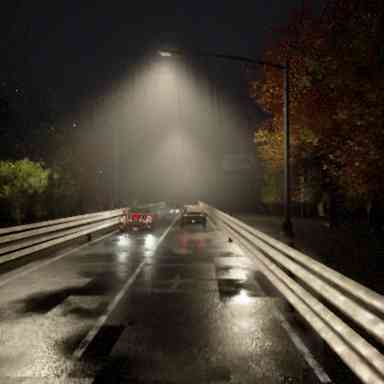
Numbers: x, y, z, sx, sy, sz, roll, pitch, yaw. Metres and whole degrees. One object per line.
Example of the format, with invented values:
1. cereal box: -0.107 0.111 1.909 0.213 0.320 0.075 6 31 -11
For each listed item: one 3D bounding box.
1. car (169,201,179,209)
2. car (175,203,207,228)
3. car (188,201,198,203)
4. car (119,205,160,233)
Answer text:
1. car: -3.302 2.468 63.787 2.128 1.511 4.902 0 -1 1
2. car: 0.099 1.842 25.310 2.128 1.511 4.902 0 -1 0
3. car: 0.095 1.972 41.958 2.097 1.767 4.553 0 -1 0
4. car: -3.348 1.645 21.879 2.097 1.767 4.553 0 -1 0
